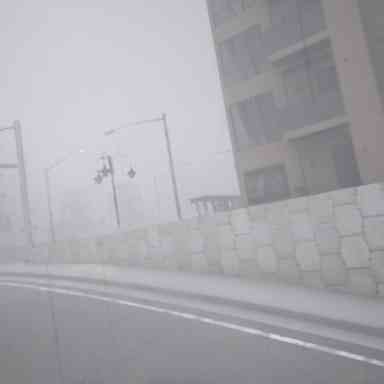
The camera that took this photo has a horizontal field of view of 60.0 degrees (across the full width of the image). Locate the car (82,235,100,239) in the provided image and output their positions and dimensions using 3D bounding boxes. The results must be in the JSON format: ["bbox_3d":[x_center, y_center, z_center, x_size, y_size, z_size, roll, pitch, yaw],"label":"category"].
[{"bbox_3d":[-10.654,5.325,34.761,1.882,1.535,5.008,-14,-8,36],"label":"car"}]
